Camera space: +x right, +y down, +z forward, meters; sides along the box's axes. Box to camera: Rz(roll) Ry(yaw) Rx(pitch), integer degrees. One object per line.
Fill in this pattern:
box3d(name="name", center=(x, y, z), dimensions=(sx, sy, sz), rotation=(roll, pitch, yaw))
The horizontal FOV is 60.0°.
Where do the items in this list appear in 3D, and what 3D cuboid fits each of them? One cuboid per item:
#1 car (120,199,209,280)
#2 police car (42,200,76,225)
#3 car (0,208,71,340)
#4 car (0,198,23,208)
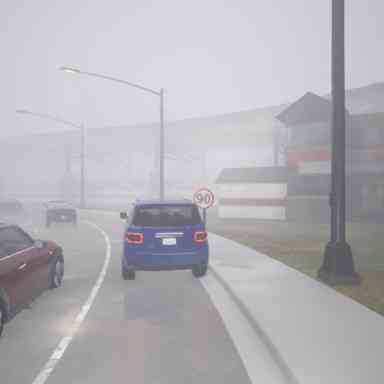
box3d(name="car", center=(-1.002, 1.220, 10.221), dimensions=(2.150, 2.045, 5.566), rotation=(0, 0, -11))
box3d(name="police car", center=(-9.505, 1.423, 23.646), dimensions=(1.930, 1.638, 5.238), rotation=(0, 0, -28))
box3d(name="car", center=(-3.972, 1.351, 6.177), dimensions=(2.097, 1.767, 4.553), rotation=(0, 0, -6))
box3d(name="car", center=(-20.649, 1.473, 36.961), dimensions=(5.008, 1.535, 1.882), rotation=(0, 0, 40))
